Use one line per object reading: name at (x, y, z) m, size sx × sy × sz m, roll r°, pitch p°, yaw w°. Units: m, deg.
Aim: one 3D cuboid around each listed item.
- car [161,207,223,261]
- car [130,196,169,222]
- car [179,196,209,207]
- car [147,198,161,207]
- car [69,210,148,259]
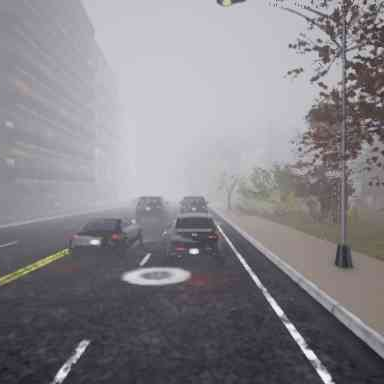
car at (0.106, 1.546, 12.523) m, size 1.837 × 1.490 × 4.892 m, roll 0°, pitch 0°, yaw 1°
car at (-3.080, 1.308, 26.401) m, size 2.150 × 2.045 × 5.566 m, roll 0°, pitch 0°, yaw 1°
car at (0.170, 1.309, 26.391) m, size 2.150 × 2.045 × 5.566 m, roll 0°, pitch 0°, yaw 1°
car at (-6.457, 1.719, 57.016) m, size 1.812 × 1.442 × 4.674 m, roll 0°, pitch 0°, yaw -1°
car at (-3.139, 1.605, 12.855) m, size 1.994 × 1.385 × 4.181 m, roll 0°, pitch 0°, yaw 1°
